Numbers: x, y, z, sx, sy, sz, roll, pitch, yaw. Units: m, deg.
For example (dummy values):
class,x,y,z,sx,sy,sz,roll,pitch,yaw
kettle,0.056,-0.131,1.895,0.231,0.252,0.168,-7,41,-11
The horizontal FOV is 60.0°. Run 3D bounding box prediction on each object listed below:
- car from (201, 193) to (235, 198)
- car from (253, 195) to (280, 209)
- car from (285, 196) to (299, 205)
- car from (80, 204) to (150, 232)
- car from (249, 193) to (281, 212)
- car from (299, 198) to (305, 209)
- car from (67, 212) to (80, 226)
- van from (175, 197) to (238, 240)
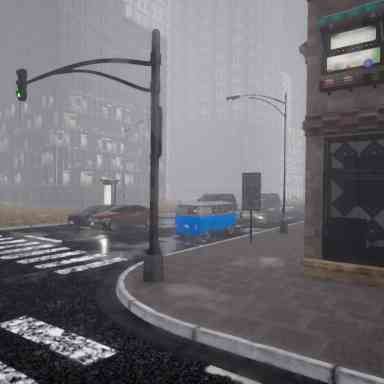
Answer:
class,x,y,z,sx,sy,sz,roll,pitch,yaw
car,1.884,1.143,28.499,2.150,2.045,5.566,1,1,36
car,10.000,1.293,44.422,1.967,1.590,4.097,1,1,35
car,16.305,1.364,53.309,1.752,1.417,4.829,1,1,35
car,-4.066,1.466,20.120,1.812,1.442,4.674,1,1,37
car,8.076,1.125,37.201,2.150,2.045,5.566,1,1,36
car,15.618,1.463,42.433,1.812,1.442,4.674,1,1,36
car,-6.009,1.467,21.864,1.947,1.339,4.313,1,1,35
van,0.828,1.368,17.011,1.690,1.788,3.998,1,1,35
